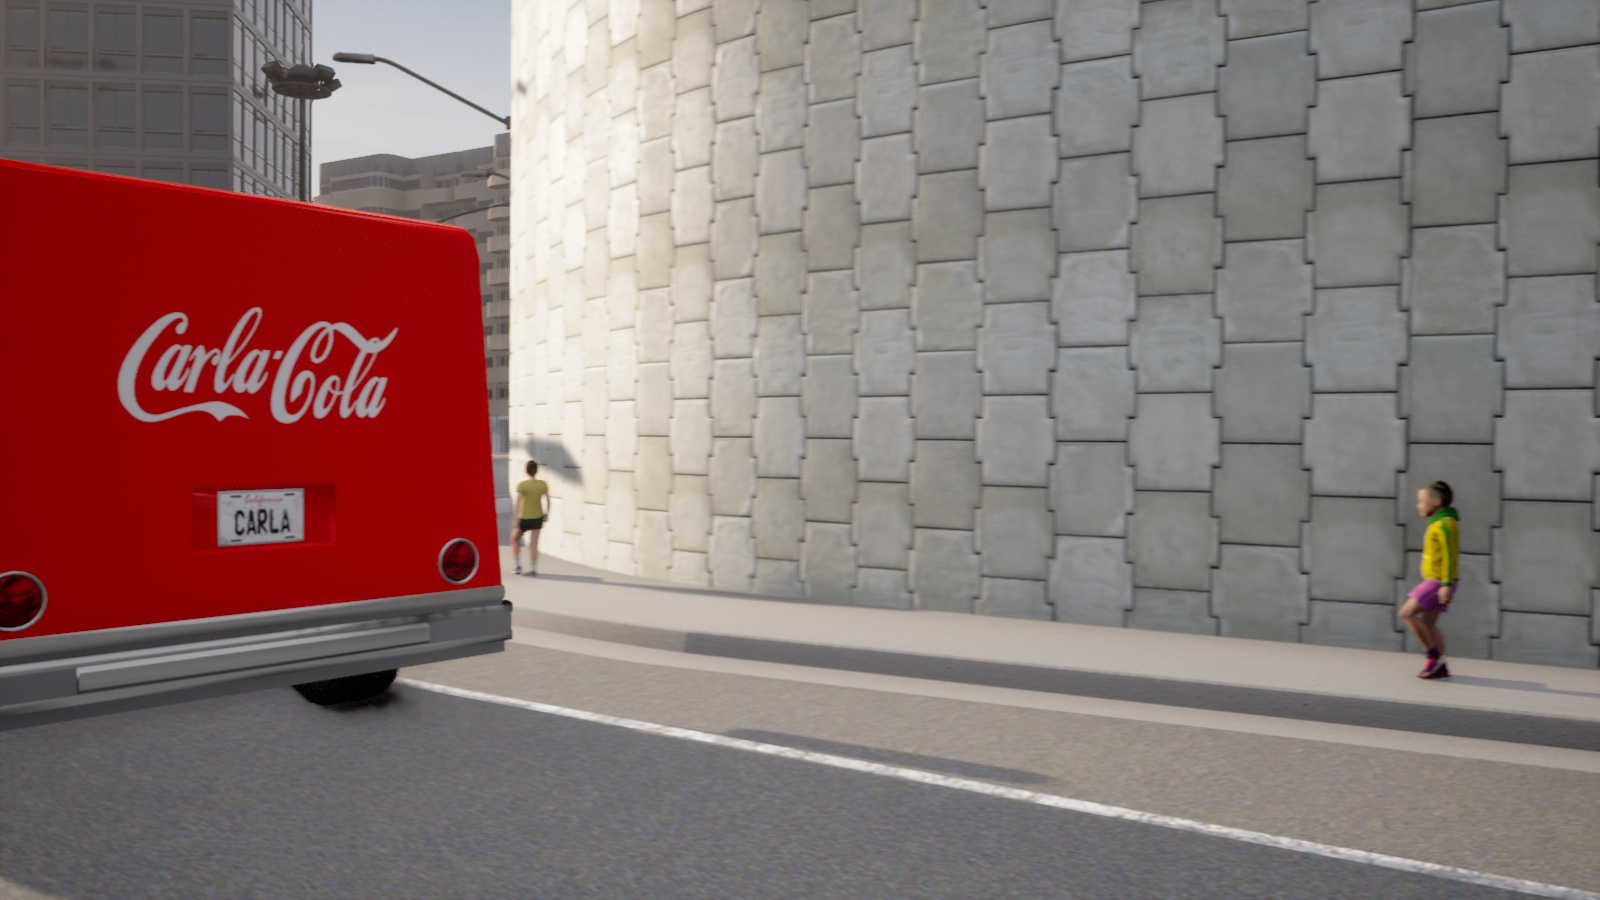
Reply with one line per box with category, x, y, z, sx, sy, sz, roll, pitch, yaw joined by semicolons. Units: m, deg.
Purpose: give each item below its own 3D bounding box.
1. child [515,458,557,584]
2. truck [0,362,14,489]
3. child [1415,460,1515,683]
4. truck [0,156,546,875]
child;-2.392;0.633;11.381;0.255;1.110;0.394;-1;1;-29
truck;-28.504;-0.684;37.309;8.468;3.827;2.891;-1;1;-27
child;3.616;0.640;6.829;0.473;1.160;0.299;0;1;29
truck;-4.068;0.192;6.763;5.204;2.467;2.627;0;2;41
